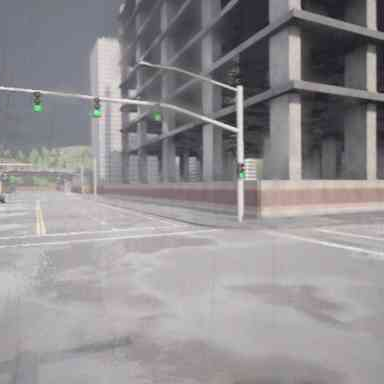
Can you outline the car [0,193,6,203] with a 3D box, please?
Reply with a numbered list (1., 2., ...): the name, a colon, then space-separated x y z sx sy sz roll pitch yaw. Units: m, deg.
1. car: -28.621 0.893 49.172 1.812 1.442 4.674 -1 1 -25
